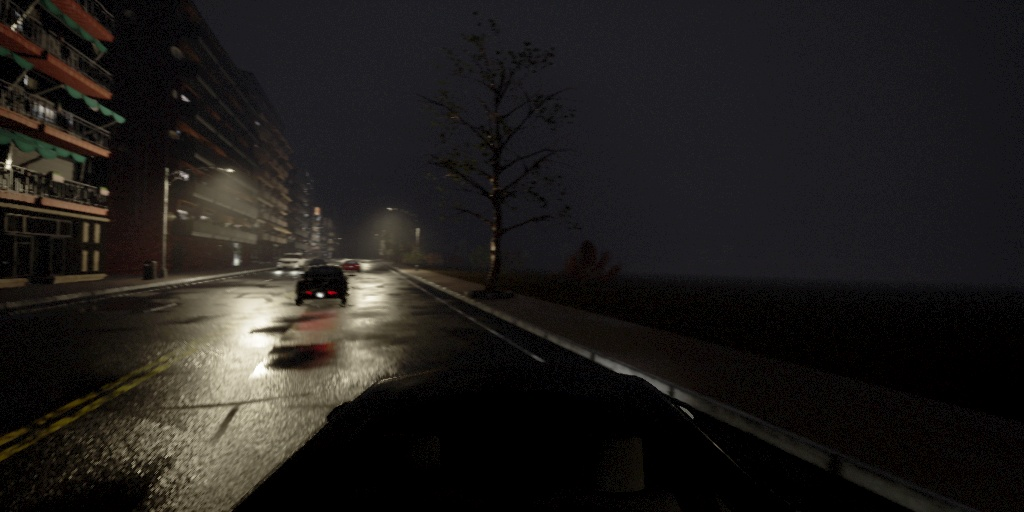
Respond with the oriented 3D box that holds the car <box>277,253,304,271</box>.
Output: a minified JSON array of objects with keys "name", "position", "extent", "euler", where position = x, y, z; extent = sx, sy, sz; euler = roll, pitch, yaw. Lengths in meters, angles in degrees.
[{"name":"car","position":[-26.331,0.670,42.959],"extent":[2.150,2.045,5.566],"euler":[1,0,-22]}]

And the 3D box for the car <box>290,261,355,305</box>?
[{"name":"car","position":[-8.032,1.173,15.567],"extent":[1.837,1.490,4.892],"euler":[1,0,-22]}]

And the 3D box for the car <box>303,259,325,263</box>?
[{"name":"car","position":[-21.725,1.059,40.191],"extent":[1.812,1.442,4.674],"euler":[1,-1,-22]}]

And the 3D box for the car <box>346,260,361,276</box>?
[{"name":"car","position":[-18.471,1.178,41.263],"extent":[1.994,1.385,4.181],"euler":[1,0,-22]}]
